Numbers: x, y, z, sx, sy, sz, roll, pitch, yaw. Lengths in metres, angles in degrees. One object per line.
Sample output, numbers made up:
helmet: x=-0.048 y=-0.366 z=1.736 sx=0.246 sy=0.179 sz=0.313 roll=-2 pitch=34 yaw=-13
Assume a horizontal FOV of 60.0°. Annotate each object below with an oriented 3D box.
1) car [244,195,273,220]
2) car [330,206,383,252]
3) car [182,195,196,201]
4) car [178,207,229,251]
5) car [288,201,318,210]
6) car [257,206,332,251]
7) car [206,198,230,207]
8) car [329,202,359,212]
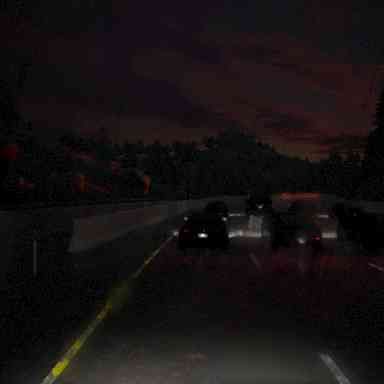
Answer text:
car: x=5.660 y=1.258 z=28.226 sx=2.150 sy=2.045 sz=5.566 roll=0 pitch=0 yaw=9
car: x=7.529 y=1.533 z=13.688 sx=1.812 sy=1.442 sz=4.674 roll=0 pitch=0 yaw=4
car: x=-0.615 y=1.472 z=82.368 sx=1.812 sy=1.442 sz=4.674 roll=0 pitch=0 yaw=23
car: x=0.549 y=1.572 z=14.214 sx=1.994 sy=1.385 sz=4.181 roll=0 pitch=0 yaw=4
car: x=9.116 y=1.485 z=27.671 sx=1.882 sy=1.535 sz=5.008 roll=0 pitch=0 yaw=9
car: x=4.039 y=1.533 z=13.951 sx=1.812 sy=1.442 sz=4.674 roll=0 pitch=0 yaw=4
car: x=2.195 y=1.516 z=28.722 sx=1.837 sy=1.490 sz=4.892 roll=0 pitch=0 yaw=9
car: x=12.576 y=1.533 z=27.145 sx=1.812 sy=1.442 sz=4.674 roll=0 pitch=0 yaw=9
